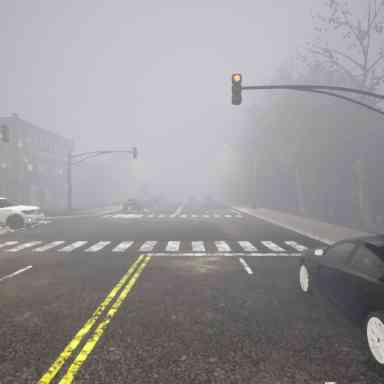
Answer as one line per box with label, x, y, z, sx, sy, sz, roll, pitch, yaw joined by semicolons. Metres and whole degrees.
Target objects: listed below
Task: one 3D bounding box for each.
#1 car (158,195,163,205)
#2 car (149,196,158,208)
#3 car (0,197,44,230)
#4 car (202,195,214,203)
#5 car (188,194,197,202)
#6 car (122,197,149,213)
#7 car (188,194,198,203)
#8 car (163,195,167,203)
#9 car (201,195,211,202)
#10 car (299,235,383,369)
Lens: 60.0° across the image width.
car;-6.552;1.458;57.320;1.882;1.535;5.008;0;0;1
car;-6.564;1.476;47.088;2.128;1.511;4.902;0;0;0
car;-12.466;1.330;21.057;5.566;2.045;2.150;-2;1;-3
car;3.386;1.481;67.076;1.837;1.490;4.892;0;0;0
car;0.043;1.324;79.136;2.097;1.767;4.553;0;0;0
car;-6.571;1.481;37.630;2.128;1.511;4.902;0;0;0
car;0.131;1.523;67.153;2.033;1.411;5.357;0;0;1
car;-6.463;1.323;70.021;2.097;1.767;4.553;0;0;0
car;3.291;1.494;79.192;2.128;1.511;4.902;0;0;0
car;3.345;1.477;5.677;1.882;1.535;5.008;0;0;1
